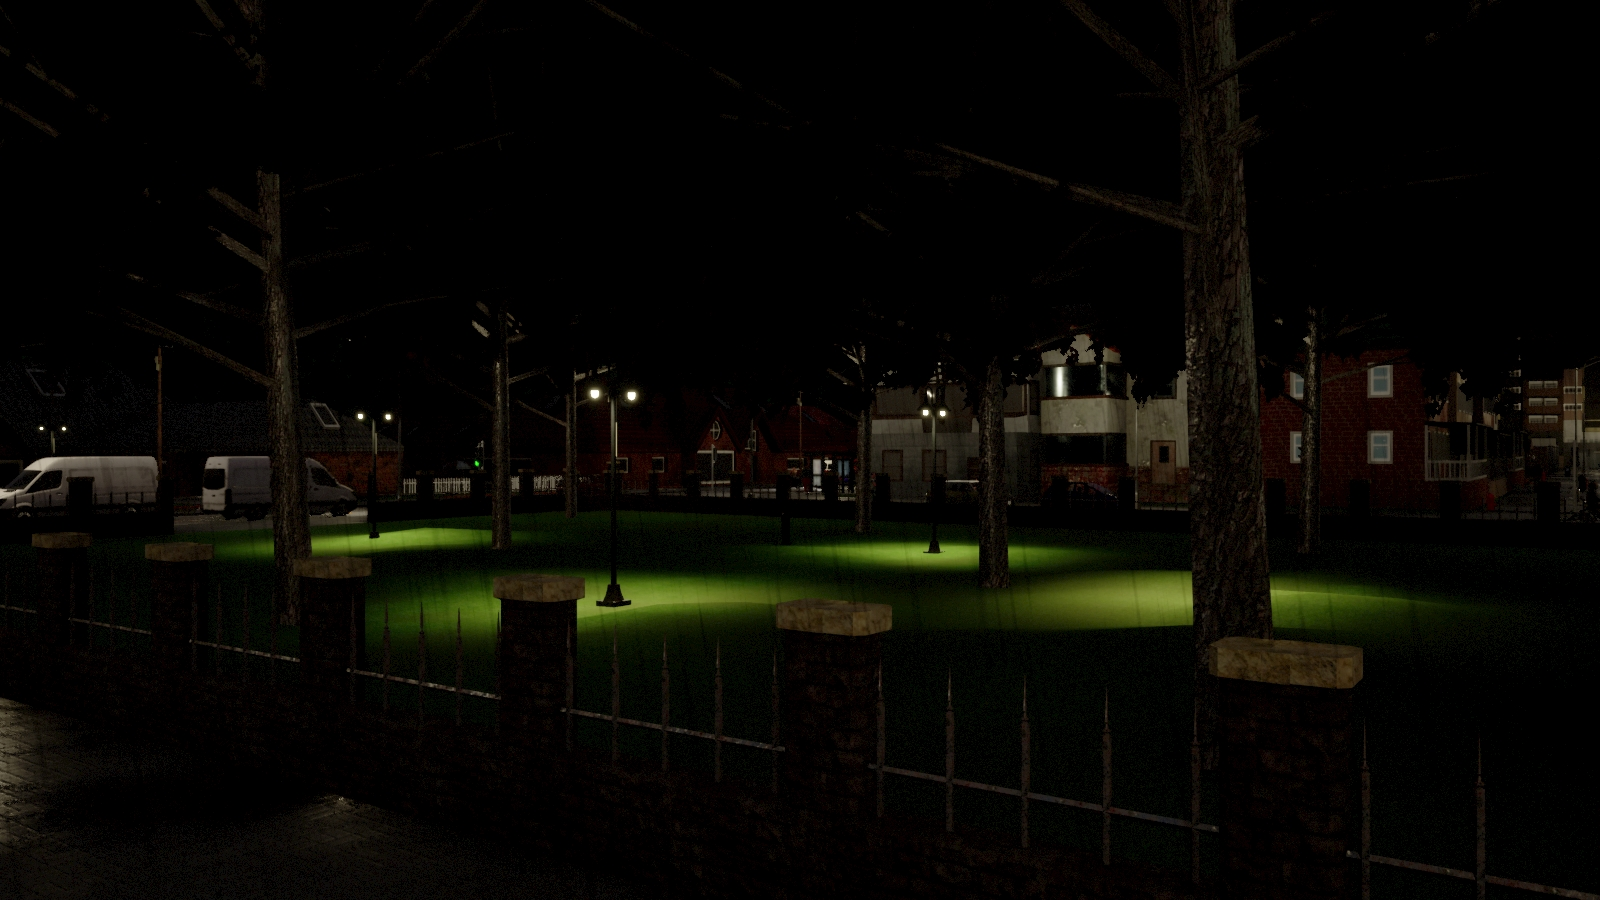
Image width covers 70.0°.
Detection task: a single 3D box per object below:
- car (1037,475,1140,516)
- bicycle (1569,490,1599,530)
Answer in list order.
[{"bbox_3d":[11.752,1.818,46.570,3.633,1.501,1.845,0,0,35],"label":"car"},{"bbox_3d":[25.817,1.940,36.711,1.835,1.271,0.329,0,0,35],"label":"bicycle"}]
